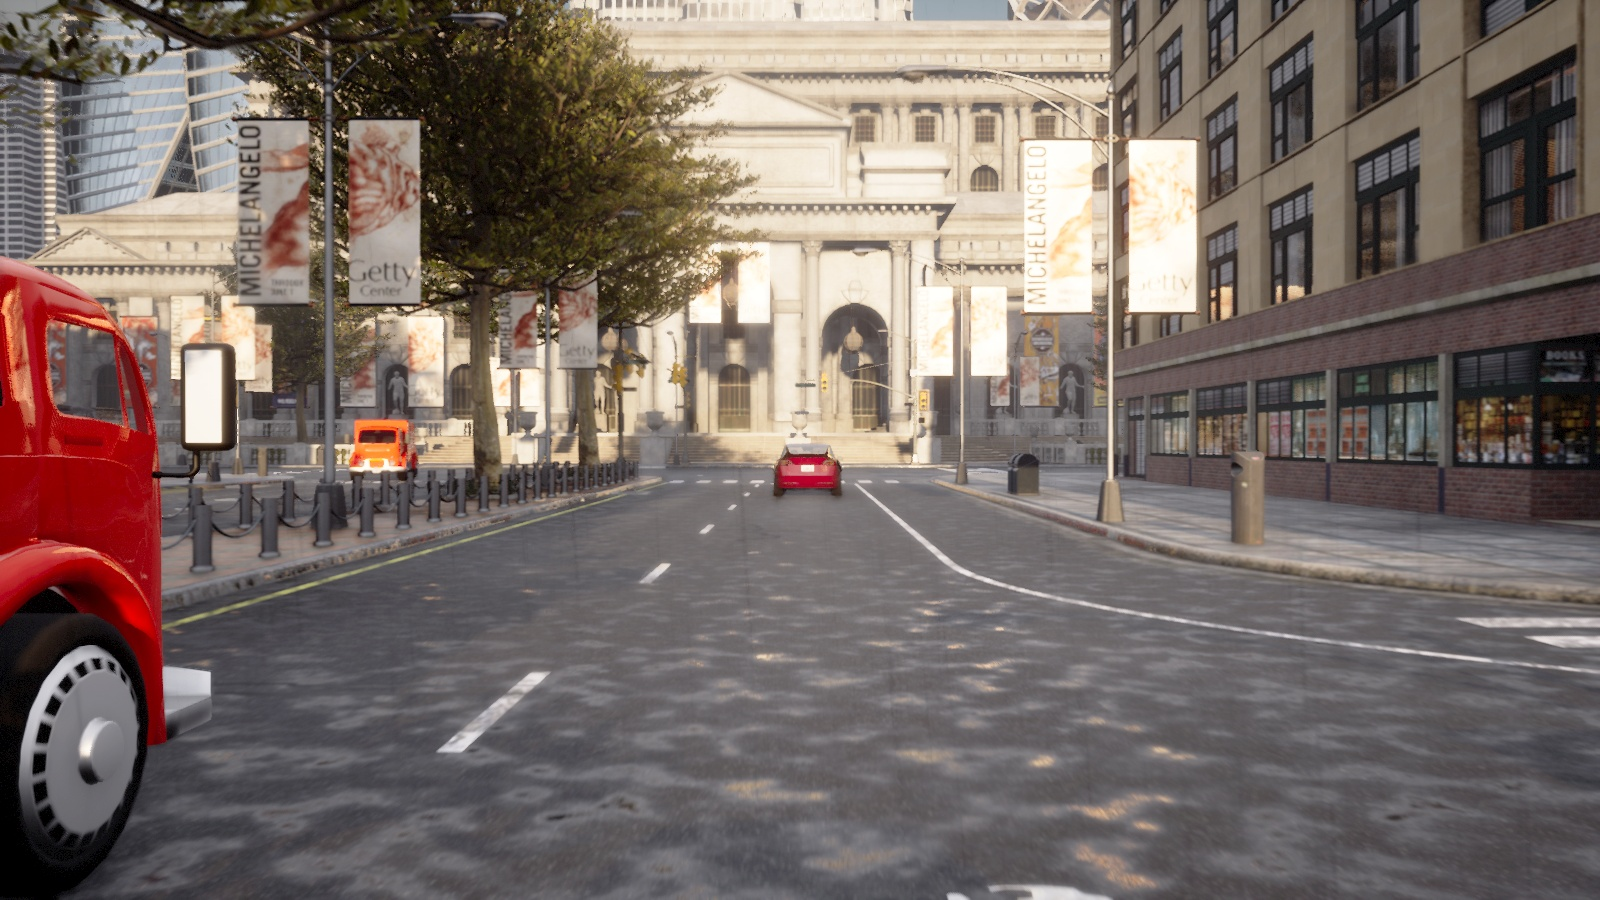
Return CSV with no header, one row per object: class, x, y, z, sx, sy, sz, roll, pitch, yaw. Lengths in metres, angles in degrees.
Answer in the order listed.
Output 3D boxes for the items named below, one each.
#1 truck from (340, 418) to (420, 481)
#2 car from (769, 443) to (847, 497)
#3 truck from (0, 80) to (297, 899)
truck,-17.306,-0.048,52.041,2.627,2.467,5.204,0,0,-13
car,0.226,0.537,37.099,2.163,1.488,4.792,0,0,0
truck,-3.469,0.241,2.749,2.627,2.467,5.204,0,0,0
